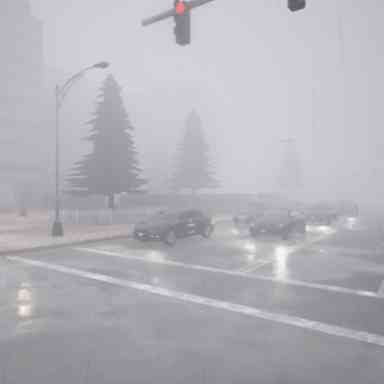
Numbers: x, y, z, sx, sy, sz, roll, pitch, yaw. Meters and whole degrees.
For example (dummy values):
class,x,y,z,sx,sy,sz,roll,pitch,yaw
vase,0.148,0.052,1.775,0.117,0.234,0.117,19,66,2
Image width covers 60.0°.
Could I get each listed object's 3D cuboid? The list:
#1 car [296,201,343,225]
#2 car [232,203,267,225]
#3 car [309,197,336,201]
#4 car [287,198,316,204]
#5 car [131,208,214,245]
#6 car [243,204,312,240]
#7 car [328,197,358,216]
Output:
class,x,y,z,sx,sy,sz,roll,pitch,yaw
car,9.526,1.622,24.711,1.994,1.385,4.181,0,0,35
car,4.591,1.551,23.702,2.128,1.511,4.902,0,0,34
car,15.596,1.657,39.778,1.994,1.385,4.181,0,0,35
car,9.914,1.581,31.496,1.837,1.490,4.892,0,0,34
car,-0.753,1.549,15.952,1.837,1.490,4.892,0,0,36
car,4.631,1.569,17.512,1.812,1.442,4.674,0,0,34
car,15.381,1.581,33.286,1.837,1.490,4.892,0,0,34
